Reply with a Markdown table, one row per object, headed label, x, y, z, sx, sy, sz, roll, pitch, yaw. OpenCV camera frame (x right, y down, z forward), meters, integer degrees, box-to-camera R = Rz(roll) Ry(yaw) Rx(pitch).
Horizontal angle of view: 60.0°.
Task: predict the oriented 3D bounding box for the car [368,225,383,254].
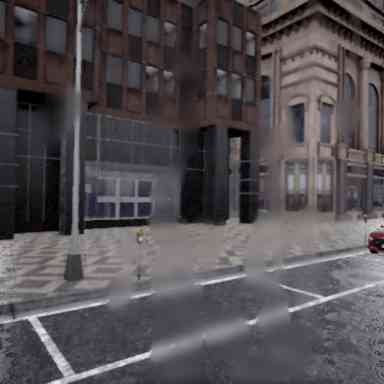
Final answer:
| label | x | y | z | sx | sy | sz | roll | pitch | yaw |
| --- | --- | --- | --- | --- | --- | --- | --- | --- | --- |
| car | 8.621 | 1.696 | 13.002 | 4.507 | 1.381 | 1.887 | 1 | 0 | -36 |
